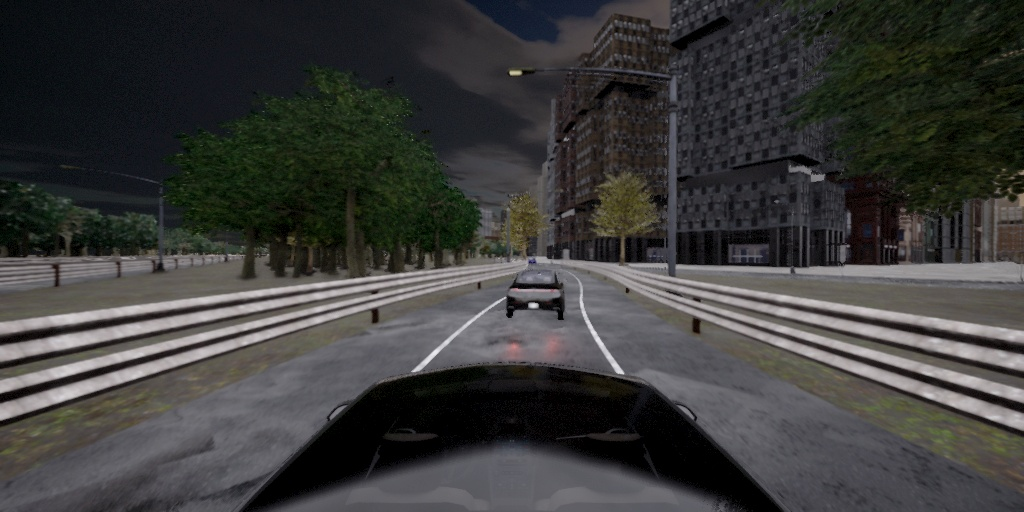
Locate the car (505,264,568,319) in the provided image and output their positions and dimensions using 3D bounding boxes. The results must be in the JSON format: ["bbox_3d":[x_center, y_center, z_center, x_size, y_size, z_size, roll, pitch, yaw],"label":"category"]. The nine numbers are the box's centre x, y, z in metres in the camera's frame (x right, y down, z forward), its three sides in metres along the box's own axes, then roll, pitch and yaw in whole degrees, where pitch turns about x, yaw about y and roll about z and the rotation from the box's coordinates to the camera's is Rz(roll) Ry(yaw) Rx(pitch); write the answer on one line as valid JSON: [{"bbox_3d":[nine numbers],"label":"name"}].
[{"bbox_3d":[0.948,1.232,12.834,2.128,1.511,4.902,0,0,8],"label":"car"}]
